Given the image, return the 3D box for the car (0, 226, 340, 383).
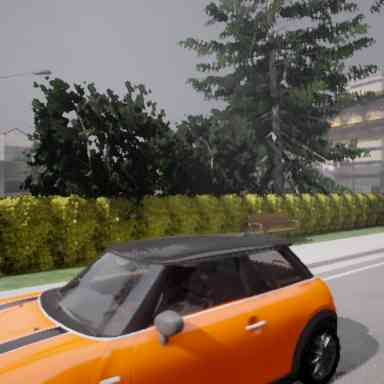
[{"bbox_3d":[-0.403,1.350,3.696,4.553,1.767,2.097,0,0,-36],"label":"car"}]
